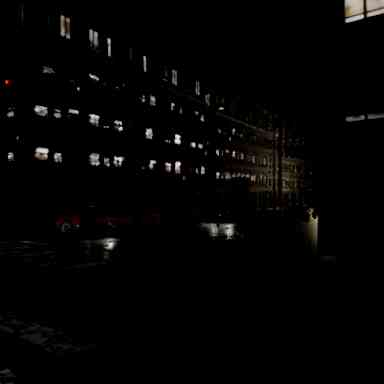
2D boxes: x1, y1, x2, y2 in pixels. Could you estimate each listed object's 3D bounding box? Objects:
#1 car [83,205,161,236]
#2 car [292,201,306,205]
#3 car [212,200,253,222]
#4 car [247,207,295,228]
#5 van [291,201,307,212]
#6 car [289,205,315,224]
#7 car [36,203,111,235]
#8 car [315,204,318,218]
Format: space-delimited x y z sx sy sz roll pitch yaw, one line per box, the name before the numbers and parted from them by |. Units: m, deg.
car | -4.087 1.813 21.167 1.882 1.535 5.008 0 -1 35
car | 15.151 2.496 48.510 2.033 1.411 5.357 0 -1 35
car | 4.186 1.822 32.995 2.150 2.045 5.566 0 -1 35
car | 6.185 2.064 25.830 1.802 1.307 4.206 -2 -2 35
van | 18.850 2.495 58.517 1.690 1.788 3.998 -2 -2 35
car | 9.442 2.137 30.489 2.008 1.369 4.403 -2 -2 35
car | -7.207 1.633 21.254 2.192 1.841 5.009 -2 -2 35
car | 15.954 2.236 39.807 1.967 1.590 4.097 -2 -2 35
